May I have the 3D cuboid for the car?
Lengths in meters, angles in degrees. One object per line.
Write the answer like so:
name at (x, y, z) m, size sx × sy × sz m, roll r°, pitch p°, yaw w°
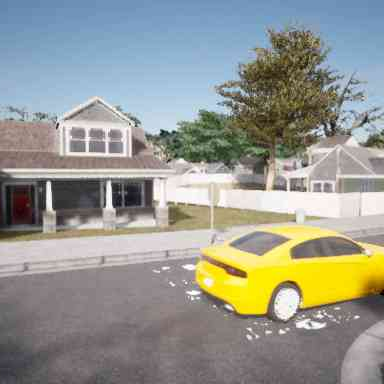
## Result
car at (2.507, 1.487, 7.195) m, size 5.008 × 1.535 × 1.882 m, roll 0°, pitch 2°, yaw -26°
